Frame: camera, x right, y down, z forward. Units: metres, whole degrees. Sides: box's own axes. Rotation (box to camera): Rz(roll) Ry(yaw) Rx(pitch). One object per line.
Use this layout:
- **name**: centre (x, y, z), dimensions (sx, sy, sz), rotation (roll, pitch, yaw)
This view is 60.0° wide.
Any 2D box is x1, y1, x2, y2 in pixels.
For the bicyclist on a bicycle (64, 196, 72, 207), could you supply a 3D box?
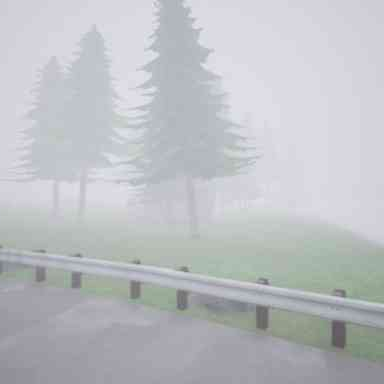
- **bicyclist on a bicycle**: centre (-19.564, 1.478, 52.330), dimensions (1.656, 1.620, 0.582), rotation (3, 1, 13)

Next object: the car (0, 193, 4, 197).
- **car**: centre (-46.843, 1.273, 80.089), dimensions (2.150, 2.045, 5.566), rotation (0, 0, -4)

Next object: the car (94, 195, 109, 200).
- **car**: centre (-22.556, 1.550, 83.296), dimensions (1.895, 1.301, 4.718), rotation (0, 0, -8)

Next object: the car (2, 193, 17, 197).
- **car**: centre (-43.367, 1.585, 80.506), dimensions (1.994, 1.385, 4.181), rotation (0, 0, -4)

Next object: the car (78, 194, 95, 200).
- **car**: centre (-25.994, 1.491, 82.504), dimensions (2.128, 1.511, 4.902), rotation (0, 0, -8)

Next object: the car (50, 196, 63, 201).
- **car**: centre (-32.850, 1.532, 80.809), dimensions (2.033, 1.411, 5.357), rotation (0, 0, -8)

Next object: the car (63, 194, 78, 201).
- **car**: centre (-29.437, 1.454, 81.742), dimensions (1.882, 1.535, 5.008), rotation (0, 0, -8)
